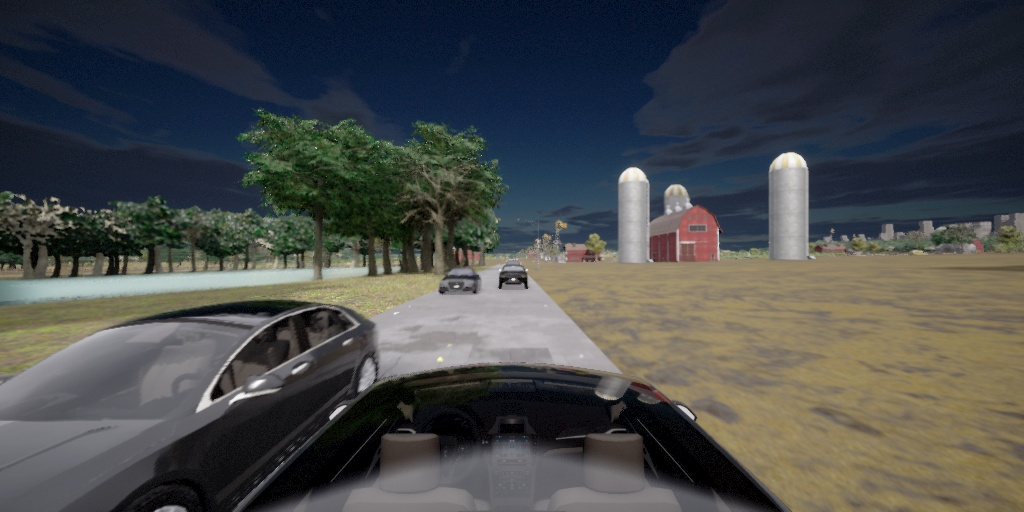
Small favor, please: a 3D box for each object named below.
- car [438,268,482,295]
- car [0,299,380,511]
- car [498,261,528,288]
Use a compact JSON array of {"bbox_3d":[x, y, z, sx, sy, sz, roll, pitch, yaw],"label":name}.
[{"bbox_3d":[-2.793,1.368,20.165,1.994,1.385,4.181,0,0,1],"label":"car"},{"bbox_3d":[-2.831,1.255,3.382,1.837,1.490,4.892,0,0,0],"label":"car"},{"bbox_3d":[0.095,1.302,24.427,1.882,1.535,5.008,0,0,0],"label":"car"}]
